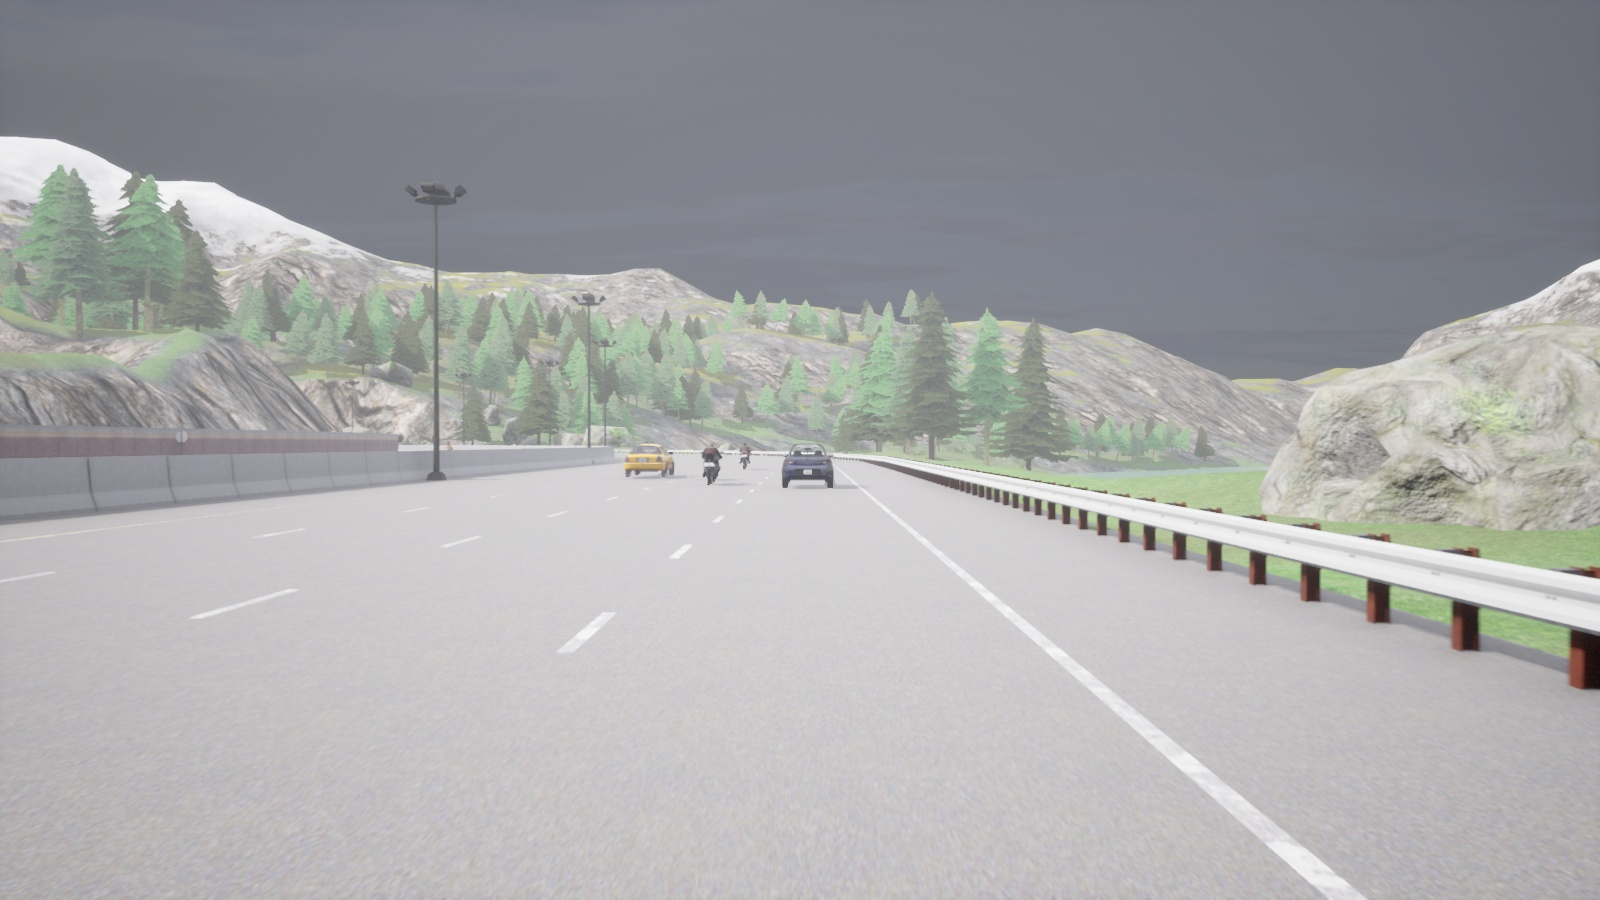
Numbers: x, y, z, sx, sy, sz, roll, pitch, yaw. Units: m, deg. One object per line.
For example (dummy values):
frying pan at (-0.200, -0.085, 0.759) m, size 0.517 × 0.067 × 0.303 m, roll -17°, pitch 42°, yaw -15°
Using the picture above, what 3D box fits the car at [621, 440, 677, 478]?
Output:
car at (-6.663, 0.365, 55.924) m, size 1.801 × 1.575 × 5.366 m, roll 0°, pitch 0°, yaw 0°

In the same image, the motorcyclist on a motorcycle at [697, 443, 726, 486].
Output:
motorcyclist on a motorcycle at (-3.221, 0.520, 45.810) m, size 0.866 × 1.530 × 2.191 m, roll 0°, pitch 0°, yaw 0°

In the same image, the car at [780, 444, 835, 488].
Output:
car at (0.267, 0.514, 43.641) m, size 1.816 × 1.474 × 4.193 m, roll 0°, pitch 0°, yaw 0°
